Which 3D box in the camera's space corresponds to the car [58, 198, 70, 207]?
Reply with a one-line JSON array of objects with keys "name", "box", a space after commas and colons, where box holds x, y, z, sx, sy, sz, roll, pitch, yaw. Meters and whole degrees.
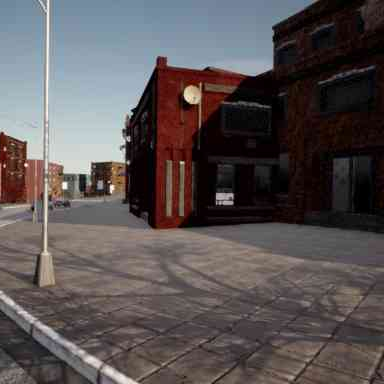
[{"name": "car", "box": [-20.975, 1.694, 53.692, 1.812, 1.442, 4.674, 1, 0, -9]}]

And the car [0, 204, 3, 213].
[{"name": "car", "box": [-21.288, 1.580, 34.292, 2.033, 1.411, 5.357, 1, 0, -10]}]

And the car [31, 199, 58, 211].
[{"name": "car", "box": [-19.126, 1.684, 42.751, 1.994, 1.385, 4.181, 1, 0, -9]}]
